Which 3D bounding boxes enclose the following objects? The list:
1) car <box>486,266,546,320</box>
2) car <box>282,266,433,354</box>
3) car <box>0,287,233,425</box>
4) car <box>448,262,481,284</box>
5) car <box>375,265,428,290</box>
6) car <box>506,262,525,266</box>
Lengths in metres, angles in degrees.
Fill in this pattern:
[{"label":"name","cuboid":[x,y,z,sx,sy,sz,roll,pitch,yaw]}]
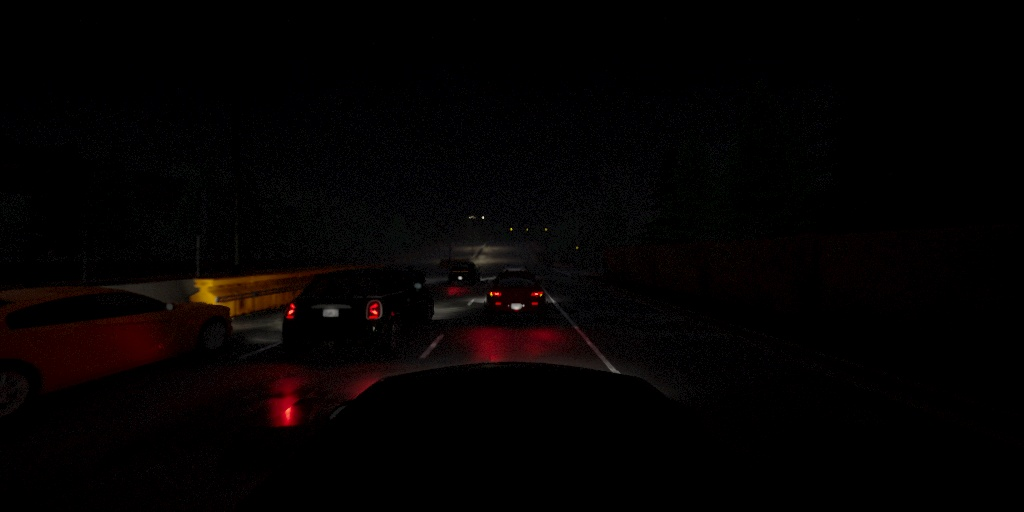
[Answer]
[{"label":"car","cuboid":[0.129,1.232,12.353,1.812,1.442,4.674,0,0,0]},{"label":"car","cuboid":[-3.384,1.072,8.834,2.097,1.767,4.553,0,0,0]},{"label":"car","cuboid":[-6.895,1.209,5.596,1.882,1.535,5.008,0,0,0]},{"label":"car","cuboid":[-3.338,1.156,25.565,1.837,1.490,4.892,0,0,0]},{"label":"car","cuboid":[-6.847,1.262,22.843,1.895,1.301,4.718,0,0,0]},{"label":"car","cuboid":[0.246,1.171,27.181,1.812,1.442,4.674,0,0,2]}]
